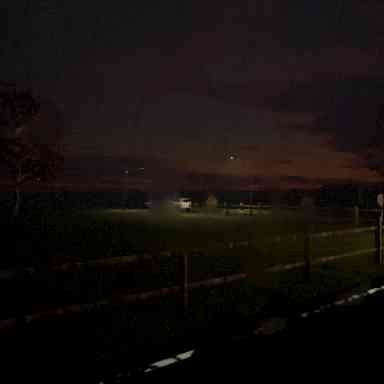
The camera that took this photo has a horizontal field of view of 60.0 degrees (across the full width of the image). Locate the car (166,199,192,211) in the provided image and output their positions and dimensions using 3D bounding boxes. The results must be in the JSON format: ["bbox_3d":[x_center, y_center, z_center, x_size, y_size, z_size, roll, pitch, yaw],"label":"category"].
[{"bbox_3d":[-2.196,2.126,55.912,2.150,2.045,5.566,0,-1,-35],"label":"car"}]

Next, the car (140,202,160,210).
[{"bbox_3d":[-8.261,2.663,64.704,2.033,1.411,5.357,0,-1,-34],"label":"car"}]
